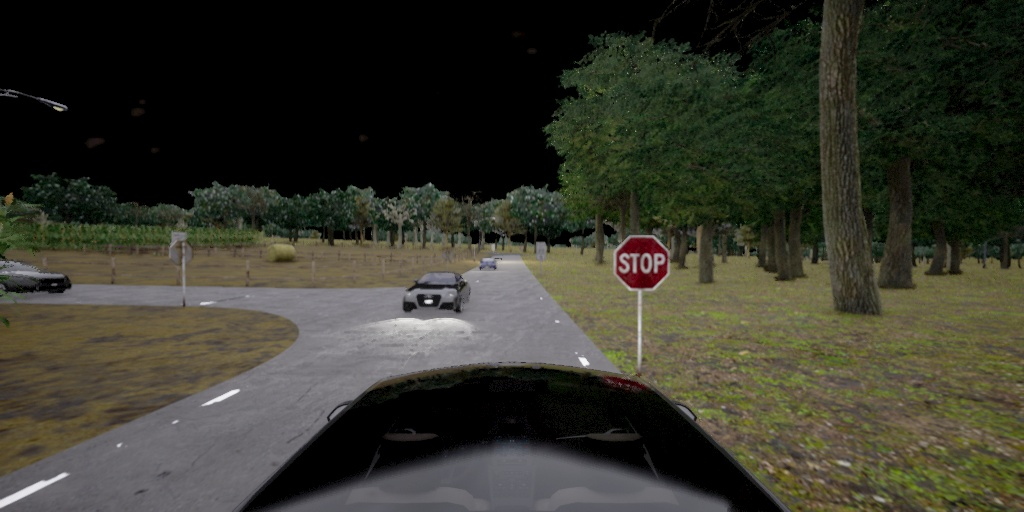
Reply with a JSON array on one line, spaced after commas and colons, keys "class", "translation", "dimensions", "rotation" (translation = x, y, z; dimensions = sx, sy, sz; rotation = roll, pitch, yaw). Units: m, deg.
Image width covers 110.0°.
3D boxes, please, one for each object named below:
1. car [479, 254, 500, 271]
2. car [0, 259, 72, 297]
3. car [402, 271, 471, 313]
[{"class": "car", "translation": [-2.682, 0.866, 40.667], "dimensions": [1.812, 1.442, 4.674], "rotation": [0, 1, 0]}, {"class": "car", "translation": [-21.180, 0.877, 14.699], "dimensions": [4.892, 1.490, 1.837], "rotation": [1, 0, 0]}, {"class": "car", "translation": [-2.720, 1.281, 13.724], "dimensions": [1.994, 1.385, 4.181], "rotation": [1, 1, 0]}]
